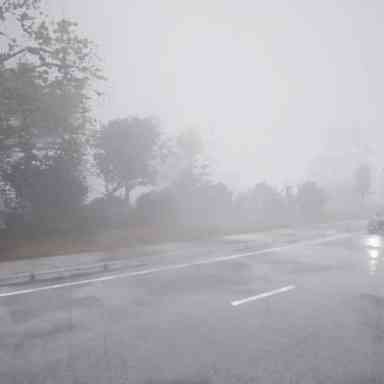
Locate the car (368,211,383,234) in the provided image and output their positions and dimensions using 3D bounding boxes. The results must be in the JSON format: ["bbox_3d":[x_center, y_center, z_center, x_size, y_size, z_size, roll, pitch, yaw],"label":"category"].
[{"bbox_3d":[11.295,1.593,18.297,4.181,1.385,1.994,0,0,-44],"label":"car"}]
